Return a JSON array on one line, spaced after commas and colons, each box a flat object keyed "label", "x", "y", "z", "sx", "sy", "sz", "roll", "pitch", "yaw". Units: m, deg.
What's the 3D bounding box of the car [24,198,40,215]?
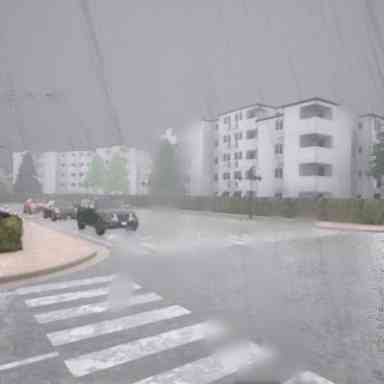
[{"label": "car", "x": -16.857, "y": 1.467, "z": 36.248, "sx": 2.097, "sy": 1.767, "sz": 4.553, "roll": 1, "pitch": -1, "yaw": -36}]

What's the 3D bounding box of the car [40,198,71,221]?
[{"label": "car", "x": -11.001, "y": 1.461, "z": 28.057, "sx": 2.097, "sy": 1.767, "sz": 4.553, "roll": 1, "pitch": -1, "yaw": -35}]

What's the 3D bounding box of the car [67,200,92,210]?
[{"label": "car", "x": -16.073, "y": 1.811, "z": 47.344, "sx": 1.895, "sy": 1.301, "sz": 4.718, "roll": 1, "pitch": -1, "yaw": -39}]

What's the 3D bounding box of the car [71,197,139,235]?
[{"label": "car", "x": -5.194, "y": 1.325, "z": 19.903, "sx": 2.150, "sy": 2.045, "sz": 5.566, "roll": 1, "pitch": -1, "yaw": -35}]
